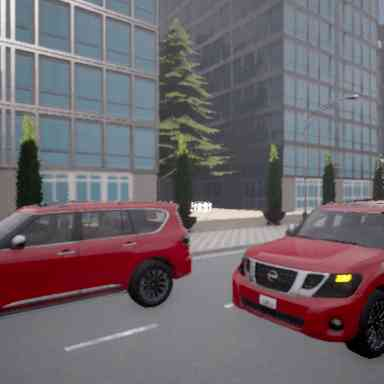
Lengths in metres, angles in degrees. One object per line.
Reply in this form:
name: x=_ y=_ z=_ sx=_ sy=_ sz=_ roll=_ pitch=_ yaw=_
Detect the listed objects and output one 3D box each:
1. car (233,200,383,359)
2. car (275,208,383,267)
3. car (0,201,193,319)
car: x=3.334 y=1.203 z=6.328 sx=5.566 sy=2.045 sz=2.150 roll=0 pitch=0 yaw=-35
car: x=5.461 y=1.443 z=12.094 sx=5.008 sy=1.535 sz=1.882 roll=0 pitch=0 yaw=-35
car: x=-2.588 y=1.218 z=6.425 sx=5.566 sy=2.045 sz=2.150 roll=0 pitch=0 yaw=-35
